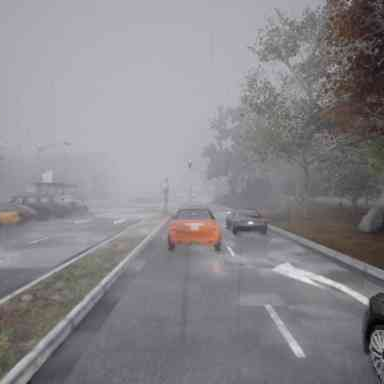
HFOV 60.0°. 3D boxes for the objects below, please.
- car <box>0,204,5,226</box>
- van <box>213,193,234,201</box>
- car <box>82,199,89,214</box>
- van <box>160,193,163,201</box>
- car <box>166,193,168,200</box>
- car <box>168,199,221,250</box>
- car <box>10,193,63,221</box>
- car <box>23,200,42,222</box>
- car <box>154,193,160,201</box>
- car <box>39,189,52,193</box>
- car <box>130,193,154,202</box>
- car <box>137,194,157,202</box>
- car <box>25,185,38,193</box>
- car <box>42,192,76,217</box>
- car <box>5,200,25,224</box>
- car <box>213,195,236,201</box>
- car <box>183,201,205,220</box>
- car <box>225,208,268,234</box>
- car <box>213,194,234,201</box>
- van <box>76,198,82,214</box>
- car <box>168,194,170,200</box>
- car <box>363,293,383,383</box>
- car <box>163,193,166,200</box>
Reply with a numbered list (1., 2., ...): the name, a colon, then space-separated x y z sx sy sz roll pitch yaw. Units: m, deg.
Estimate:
1. car: -13.828 1.289 18.245 5.566 2.045 2.435 -1 0 -20
2. van: 7.246 1.244 76.721 4.442 1.987 1.878 1 0 -14
3. car: -13.643 1.494 36.308 4.553 1.767 2.185 -1 0 -19
4. van: -10.281 1.311 83.101 4.442 1.987 1.878 -1 -1 -14
5. car: -9.683 1.594 89.067 4.674 1.452 2.002 -1 0 -13
6. car: 0.097 1.387 14.722 2.097 1.767 4.553 0 0 0
7. car: -13.803 1.328 27.258 5.566 2.045 2.435 -1 0 -20
8. car: -13.781 1.606 24.261 4.674 1.452 2.002 -1 0 -20
9. car: -10.837 1.517 77.108 5.366 1.575 1.946 -1 -1 -15
10. car: -28.196 0.305 64.979 2.002 1.452 4.674 6 -3 -19
11. car: -11.480 1.552 74.116 4.792 1.488 2.163 -1 0 -15
12. car: -10.745 1.406 80.061 4.553 1.767 2.185 -1 -1 -14
13. car: -31.190 -0.257 65.039 2.435 2.045 5.566 6 -3 -19
14. car: -13.731 1.341 30.295 5.566 2.045 2.435 -1 -1 -20
15. car: -13.969 1.552 21.194 5.366 1.575 1.946 -1 0 -20
16. car: 8.163 1.482 82.684 5.366 1.575 1.946 1 0 -13
17. car: 0.156 1.603 30.030 1.837 1.490 4.892 0 -1 0
18. car: 3.101 1.618 19.574 1.994 1.385 4.181 0 0 0
19. car: 7.628 1.351 79.690 4.553 1.767 2.185 1 0 -14
20. van: -13.617 1.379 33.331 4.442 1.987 1.878 -1 -1 -19
21. car: -9.313 1.602 92.069 4.674 1.452 2.002 -1 -1 -13
22. car: 3.100 1.494 2.328 2.128 1.511 4.902 0 0 0
23. car: -10.054 1.548 86.072 4.892 1.521 2.231 -1 -1 -14
